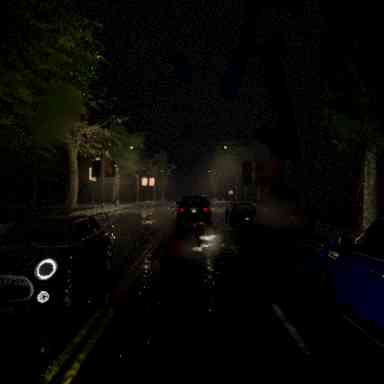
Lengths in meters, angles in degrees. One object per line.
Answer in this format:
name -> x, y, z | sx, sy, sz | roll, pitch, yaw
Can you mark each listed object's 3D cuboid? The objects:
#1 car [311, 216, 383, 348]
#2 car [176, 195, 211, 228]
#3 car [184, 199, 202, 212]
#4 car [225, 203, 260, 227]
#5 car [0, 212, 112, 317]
car -> 3.351, 1.221, 4.053 | 2.150, 2.045, 5.566 | 0, 0, 0
car -> 0.103, 1.217, 22.318 | 2.150, 2.045, 5.566 | 0, 0, 0
car -> 0.102, 1.607, 39.675 | 1.994, 1.385, 4.181 | 0, 0, 0
car -> 3.352, 1.472, 22.726 | 1.882, 1.535, 5.008 | 0, 0, 0
car -> -3.350, 1.350, 7.723 | 2.097, 1.767, 4.553 | 0, 0, 0
